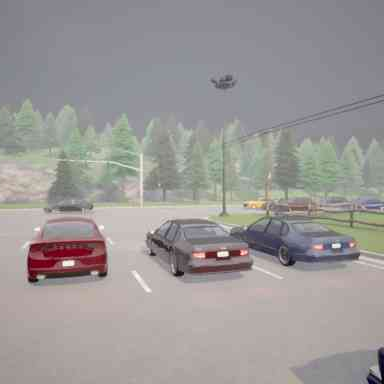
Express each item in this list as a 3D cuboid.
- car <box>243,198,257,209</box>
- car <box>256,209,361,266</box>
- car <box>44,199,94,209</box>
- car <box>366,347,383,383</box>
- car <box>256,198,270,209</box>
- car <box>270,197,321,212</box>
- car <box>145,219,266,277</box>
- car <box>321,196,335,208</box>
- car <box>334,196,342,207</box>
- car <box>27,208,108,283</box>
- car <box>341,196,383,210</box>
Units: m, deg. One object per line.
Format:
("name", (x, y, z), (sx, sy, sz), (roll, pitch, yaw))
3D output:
("car", (9.163, 1.478, 44.060), (5.008, 1.535, 1.882), (0, 0, -20))
("car", (3.183, 1.547, 11.637), (2.033, 1.411, 5.357), (0, 0, -20))
("car", (-12.711, 1.491, 34.516), (4.902, 1.511, 2.128), (0, 0, -27))
("car", (3.216, 1.601, 1.288), (1.895, 1.301, 4.718), (0, 0, -20))
("car", (10.760, 1.526, 40.892), (4.674, 1.442, 1.812), (0, 0, -18))
("car", (11.666, 1.352, 37.519), (4.553, 1.767, 2.097), (0, 0, -20))
("car", (-0.093, 1.547, 10.397), (2.033, 1.411, 5.357), (0, 0, -20))
("car", (20.168, 1.353, 47.887), (4.553, 1.767, 2.097), (0, 0, -19))
("car", (22.284, 1.491, 44.917), (4.902, 1.511, 2.128), (0, 0, -19))
("car", (-3.636, 1.478, 9.926), (1.882, 1.535, 5.008), (0, 0, -19))
("car", (21.393, 1.478, 40.908), (5.008, 1.535, 1.882), (0, 0, -19))
